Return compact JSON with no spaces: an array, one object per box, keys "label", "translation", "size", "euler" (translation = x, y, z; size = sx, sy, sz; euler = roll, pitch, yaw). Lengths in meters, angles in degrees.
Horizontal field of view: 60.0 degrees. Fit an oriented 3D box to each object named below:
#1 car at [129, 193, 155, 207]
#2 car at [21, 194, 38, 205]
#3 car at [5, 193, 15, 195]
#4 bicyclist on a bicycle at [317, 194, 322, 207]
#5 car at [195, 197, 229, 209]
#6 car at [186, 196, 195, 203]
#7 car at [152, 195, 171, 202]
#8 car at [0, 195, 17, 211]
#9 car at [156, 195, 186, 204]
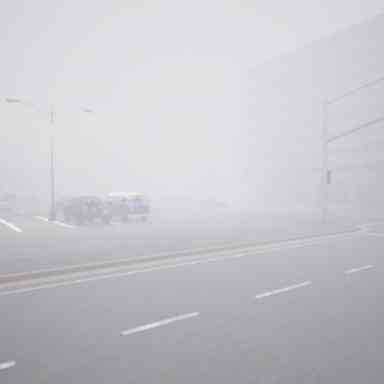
[{"label":"car","translation":[-9.138,1.210,60.457],"size":[2.097,1.767,4.553],"euler":[-1,0,-35]},{"label":"car","translation":[-27.119,1.133,55.459],"size":[1.932,1.855,4.605],"euler":[-1,0,-35]},{"label":"car","translation":[-29.515,1.157,53.834],"size":[1.905,1.878,3.866],"euler":[-1,0,-35]},{"label":"bicyclist on a bicycle","translation":[16.673,1.074,42.945],"size":[1.656,1.620,0.582],"euler":[-1,0,-35]},{"label":"car","translation":[2.791,1.379,43.544],"size":[1.812,1.442,4.674],"euler":[-1,0,-36]},{"label":"car","translation":[-0.916,1.348,61.071],"size":[2.033,1.411,5.357],"euler":[-1,0,-35]},{"label":"car","translation":[-6.315,1.364,68.568],"size":[1.994,1.385,4.181],"euler":[-1,0,-35]},{"label":"car","translation":[-21.650,1.418,38.006],"size":[1.970,1.475,3.806],"euler":[-1,0,-35]},{"label":"car","translation":[-3.773,1.317,59.047],"size":[2.128,1.511,4.902],"euler":[-1,0,-35]}]
